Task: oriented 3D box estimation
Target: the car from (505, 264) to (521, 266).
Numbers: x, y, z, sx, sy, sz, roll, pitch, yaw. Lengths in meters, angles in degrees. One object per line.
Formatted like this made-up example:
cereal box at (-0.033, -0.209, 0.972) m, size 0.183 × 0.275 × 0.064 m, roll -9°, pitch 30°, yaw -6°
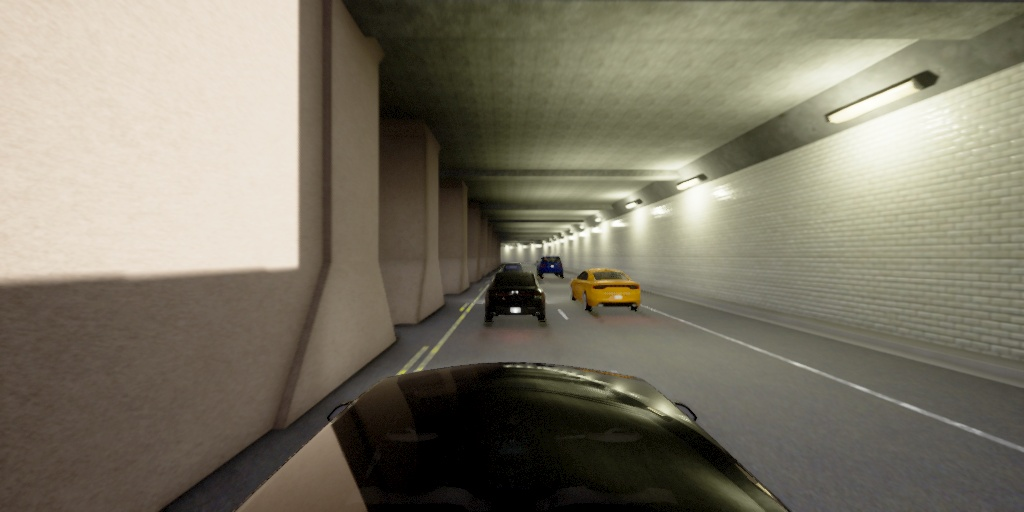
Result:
car at (0.093, 1.331, 30.040) m, size 2.033 × 1.411 × 5.357 m, roll 0°, pitch 0°, yaw 0°

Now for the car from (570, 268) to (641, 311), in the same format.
car at (3.596, 1.243, 14.597) m, size 1.882 × 1.535 × 5.008 m, roll 0°, pitch 0°, yaw 0°

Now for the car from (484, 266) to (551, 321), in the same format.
car at (0.097, 1.268, 12.455) m, size 1.837 × 1.490 × 4.892 m, roll 0°, pitch 0°, yaw 0°

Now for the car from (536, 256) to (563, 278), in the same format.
car at (3.591, 1.010, 34.542) m, size 2.150 × 2.045 × 5.566 m, roll 0°, pitch 0°, yaw 0°
